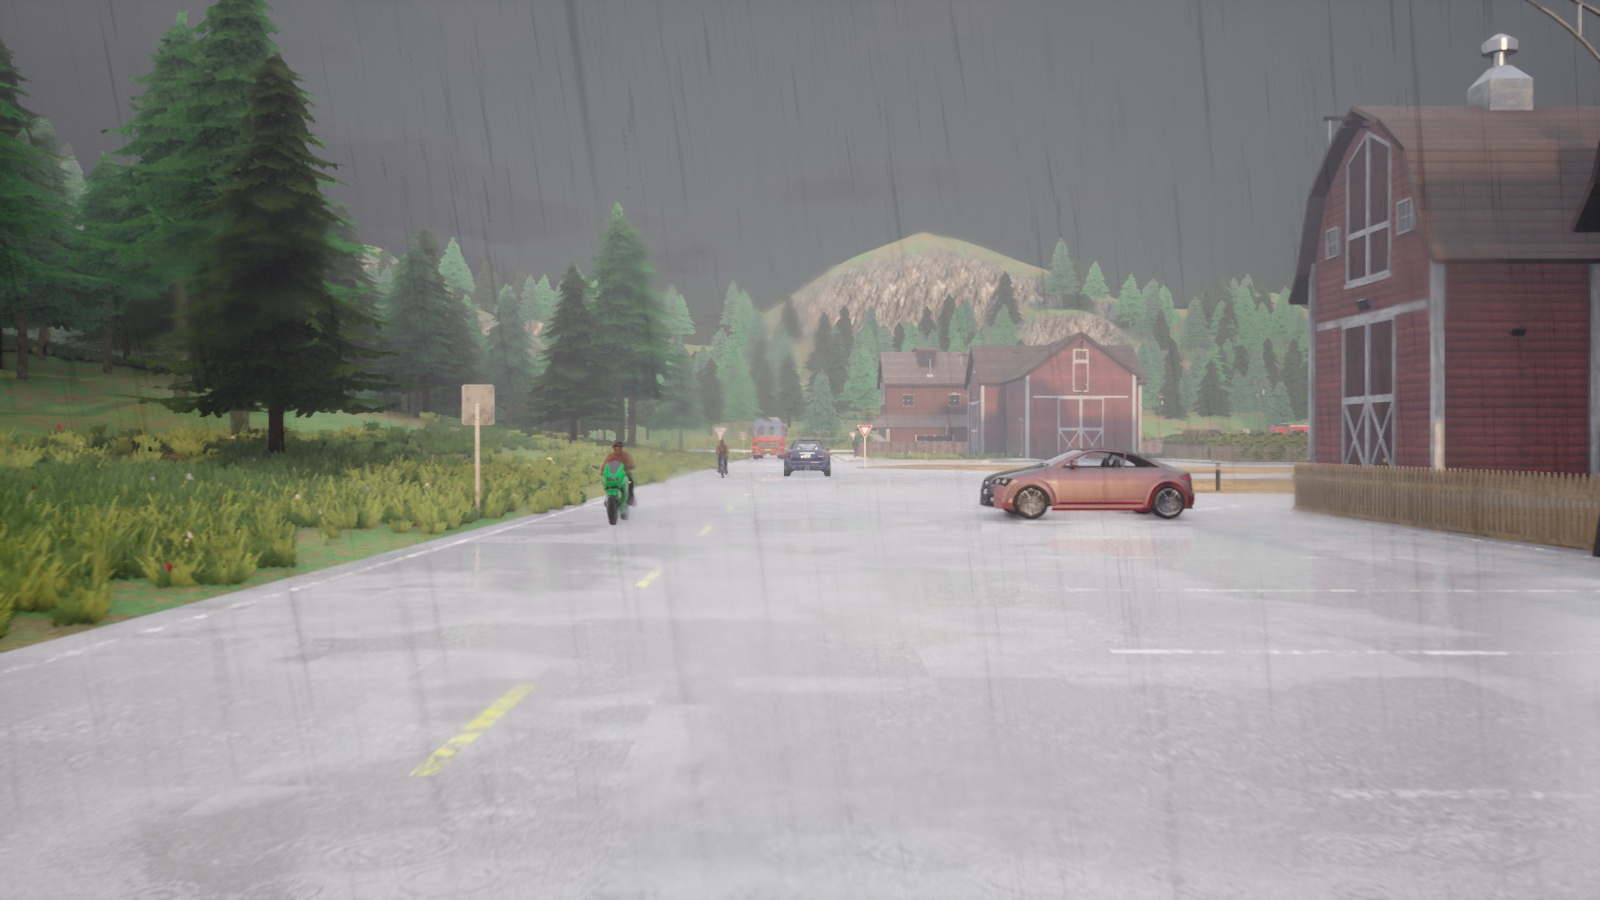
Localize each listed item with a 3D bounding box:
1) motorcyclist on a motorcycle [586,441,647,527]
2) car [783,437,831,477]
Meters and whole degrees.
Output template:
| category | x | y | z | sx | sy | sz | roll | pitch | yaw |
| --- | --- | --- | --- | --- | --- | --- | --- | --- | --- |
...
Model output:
| category | x | y | z | sx | sy | sz | roll | pitch | yaw |
| --- | --- | --- | --- | --- | --- | --- | --- | --- | --- |
| motorcyclist on a motorcycle | -3.353 | 0.596 | 23.116 | 0.797 | 1.523 | 2.044 | 0 | 0 | 0 |
| car | 0.338 | 0.285 | 56.919 | 2.097 | 1.767 | 4.553 | 0 | 0 | 1 |
